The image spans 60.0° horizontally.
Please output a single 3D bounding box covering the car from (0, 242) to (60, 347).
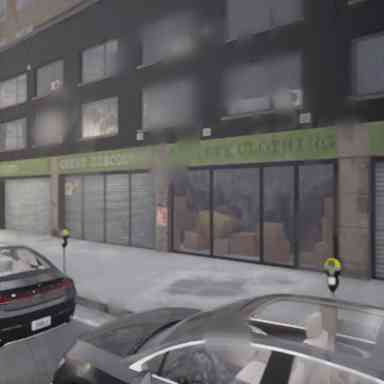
[{"bbox_3d":[-3.829,1.550,5.789,4.403,1.369,2.008,0,0,35],"label":"car"}]

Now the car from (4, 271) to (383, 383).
[{"bbox_3d":[0.680,1.551,2.599,4.403,1.369,2.008,0,0,35],"label":"car"}]
